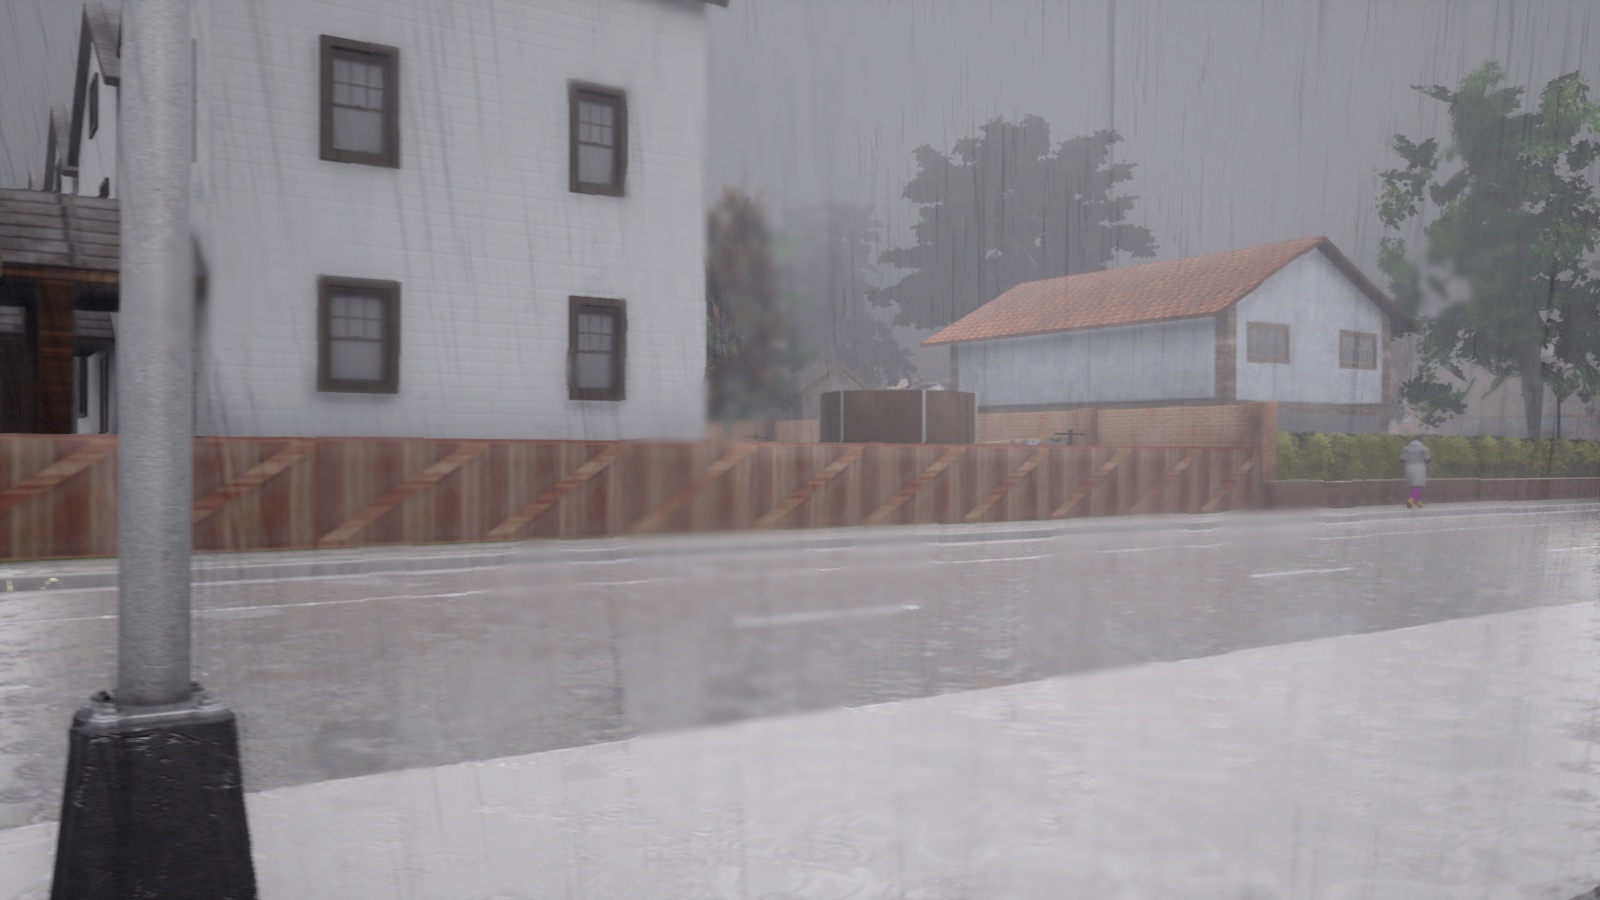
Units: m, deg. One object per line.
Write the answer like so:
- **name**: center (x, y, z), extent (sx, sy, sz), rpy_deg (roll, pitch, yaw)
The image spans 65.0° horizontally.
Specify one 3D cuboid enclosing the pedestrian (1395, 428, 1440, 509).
- **pedestrian**: center (15.071, 0.443, 30.639), extent (0.873, 1.952, 0.659), rpy_deg (0, 0, -36)
